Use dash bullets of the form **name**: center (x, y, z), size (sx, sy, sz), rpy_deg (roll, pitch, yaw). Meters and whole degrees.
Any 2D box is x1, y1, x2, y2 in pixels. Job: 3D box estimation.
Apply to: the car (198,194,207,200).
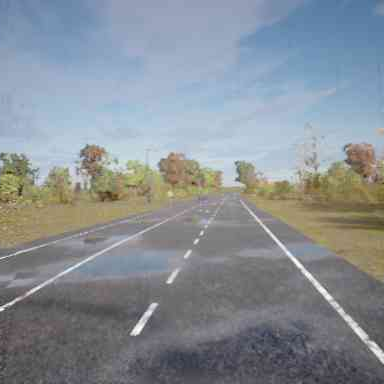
- **car**: center (2.492, 1.186, 79.655), size (1.837, 1.490, 4.892), rpy_deg (-2, 0, 7)
